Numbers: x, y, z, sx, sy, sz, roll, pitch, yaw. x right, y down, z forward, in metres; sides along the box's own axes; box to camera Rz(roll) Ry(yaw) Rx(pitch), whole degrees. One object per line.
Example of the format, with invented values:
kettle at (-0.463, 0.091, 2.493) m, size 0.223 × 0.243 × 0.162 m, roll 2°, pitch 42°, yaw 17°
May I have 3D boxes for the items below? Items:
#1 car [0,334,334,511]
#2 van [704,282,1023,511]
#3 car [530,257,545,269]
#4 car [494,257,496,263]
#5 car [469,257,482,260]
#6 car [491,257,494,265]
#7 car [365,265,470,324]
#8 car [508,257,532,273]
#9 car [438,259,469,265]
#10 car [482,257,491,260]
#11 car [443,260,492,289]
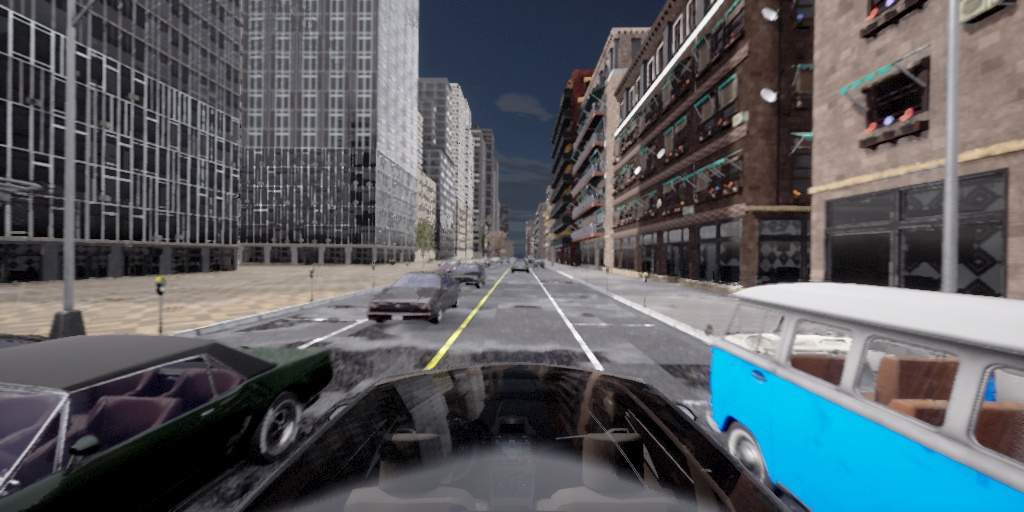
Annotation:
car at (-3.138, 1.308, 2.126) m, size 1.895 × 1.301 × 4.718 m, roll 1°, pitch 0°, yaw 1°
van at (2.639, 1.125, 1.869) m, size 1.690 × 1.789 × 3.998 m, roll 0°, pitch 0°, yaw 1°
car at (3.794, 1.146, 51.648) m, size 2.007 × 1.370 × 4.403 m, roll 0°, pitch 0°, yaw 1°
car at (-4.327, 0.997, 62.904) m, size 2.007 × 1.370 × 4.403 m, roll 0°, pitch 0°, yaw 1°
car at (-4.844, 1.047, 40.611) m, size 1.751 × 1.417 × 4.829 m, roll 0°, pitch 0°, yaw 1°
car at (-4.455, 0.905, 57.374) m, size 1.967 × 1.591 × 4.097 m, roll 0°, pitch 0°, yaw 1°
car at (-2.906, 1.213, 11.962) m, size 2.033 × 1.411 × 5.357 m, roll 1°, pitch 0°, yaw 2°
car at (0.938, 1.164, 40.150) m, size 1.994 × 1.385 × 4.181 m, roll 1°, pitch 0°, yaw 2°
car at (-5.097, 1.001, 29.718) m, size 1.967 × 1.591 × 4.097 m, roll 0°, pitch 0°, yaw 1°
car at (-4.583, 1.034, 51.843) m, size 2.007 × 1.370 × 4.403 m, roll 0°, pitch 0°, yaw 1°
car at (-2.656, 1.171, 22.512) m, size 2.033 × 1.411 × 5.357 m, roll 1°, pitch 0°, yaw 1°
